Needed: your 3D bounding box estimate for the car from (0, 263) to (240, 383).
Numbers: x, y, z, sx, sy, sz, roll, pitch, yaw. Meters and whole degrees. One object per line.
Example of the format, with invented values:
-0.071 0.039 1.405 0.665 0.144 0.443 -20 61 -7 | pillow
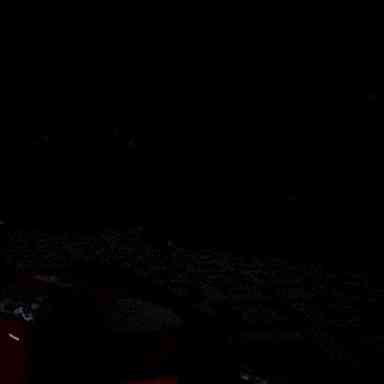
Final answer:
-1.468 1.556 4.008 4.206 1.307 1.802 1 1 36 | car
